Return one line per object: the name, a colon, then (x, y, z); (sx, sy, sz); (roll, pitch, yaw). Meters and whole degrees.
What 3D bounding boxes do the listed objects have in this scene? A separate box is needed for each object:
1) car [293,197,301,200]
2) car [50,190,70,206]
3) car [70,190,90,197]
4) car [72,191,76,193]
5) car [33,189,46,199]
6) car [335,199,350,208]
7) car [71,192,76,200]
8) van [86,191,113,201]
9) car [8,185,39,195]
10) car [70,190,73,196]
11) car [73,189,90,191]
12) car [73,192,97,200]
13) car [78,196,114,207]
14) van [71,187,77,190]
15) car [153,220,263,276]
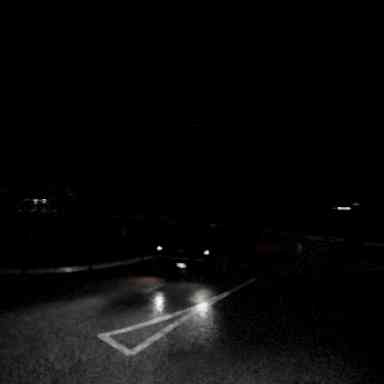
car: (22.984, 1.354, 77.129); (1.895, 1.301, 4.718); (1, 1, -22)
car: (-19.483, 0.981, 48.743); (2.150, 2.045, 5.566); (1, 1, -21)
car: (-28.722, 0.376, 85.357); (4.792, 1.488, 2.163); (1, 1, -22)
car: (-18.406, 1.087, 59.598); (5.008, 1.535, 2.097); (1, 1, -22)
car: (-30.011, 0.639, 66.123); (1.837, 1.490, 4.892); (1, 1, -22)
car: (24.453, 1.811, 54.004); (1.994, 1.385, 4.181); (0, 1, 26)
car: (-15.484, 1.306, 51.804); (5.366, 1.575, 1.946); (1, 1, -22)
van: (-13.347, 1.237, 46.677); (4.442, 1.987, 1.878); (1, 1, -22)
car: (-41.608, -0.253, 82.220); (5.566, 2.045, 2.435); (1, 1, -22)
car: (-21.517, 0.863, 67.319); (5.008, 1.535, 2.097); (1, 1, -22)
car: (-19.412, 0.887, 62.181); (4.553, 1.767, 2.185); (1, 1, -22)
car: (-22.551, 0.829, 69.897); (4.674, 1.452, 2.002); (1, 1, -22)
car: (-14.251, 1.419, 49.309); (4.792, 1.488, 2.163); (1, 1, -22)
van: (-23.465, 0.492, 72.511); (4.442, 1.987, 1.878); (1, 1, -22)
car: (0.739, 1.623, 10.734); (1.895, 1.301, 4.718); (-1, 0, 28)
